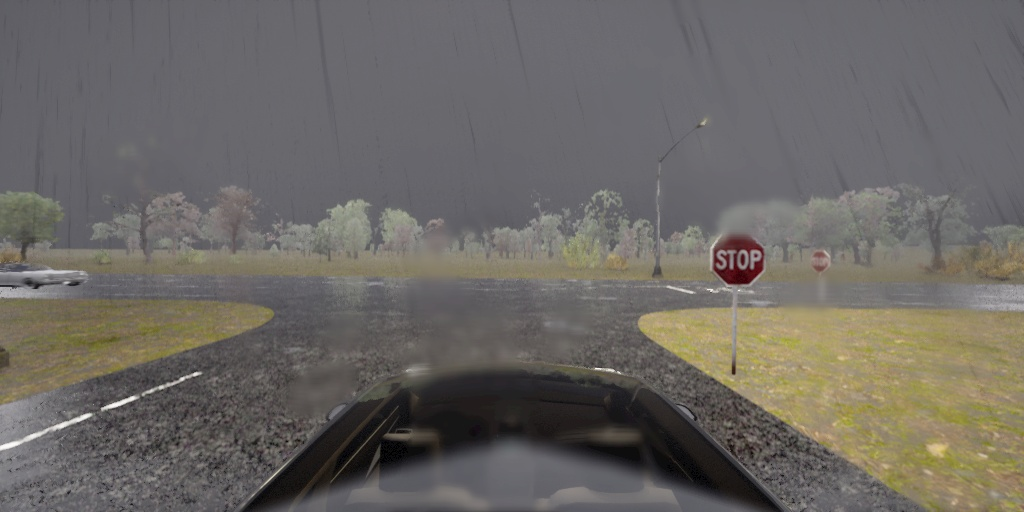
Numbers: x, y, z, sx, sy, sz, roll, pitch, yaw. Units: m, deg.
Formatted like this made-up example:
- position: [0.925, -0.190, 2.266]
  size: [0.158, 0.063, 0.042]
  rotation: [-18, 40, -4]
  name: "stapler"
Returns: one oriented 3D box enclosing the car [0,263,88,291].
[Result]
- position: [-24.788, 1.004, 18.183]
  size: [4.718, 1.301, 1.895]
  rotation: [1, 1, 0]
  name: "car"
